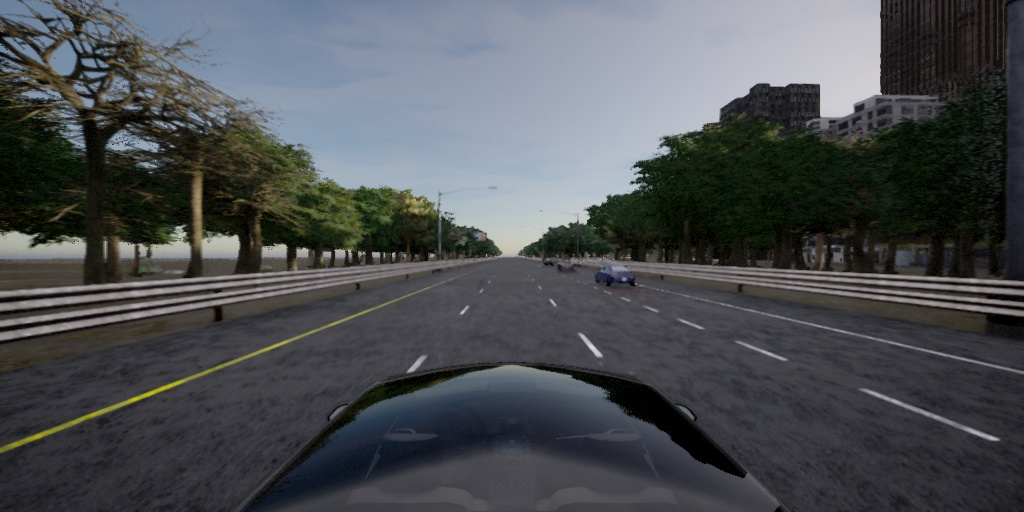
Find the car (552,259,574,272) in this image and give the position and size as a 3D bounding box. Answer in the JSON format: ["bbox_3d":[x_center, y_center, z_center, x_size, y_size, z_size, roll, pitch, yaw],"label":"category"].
[{"bbox_3d":[7.013,1.251,47.708,2.128,1.511,4.902,0,0,0],"label":"car"}]

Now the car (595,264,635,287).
[{"bbox_3d":[7.007,1.283,24.672,1.812,1.442,4.674,0,0,0],"label":"car"}]
